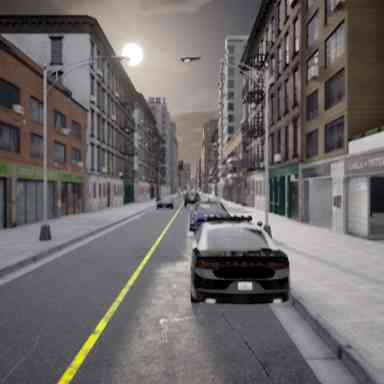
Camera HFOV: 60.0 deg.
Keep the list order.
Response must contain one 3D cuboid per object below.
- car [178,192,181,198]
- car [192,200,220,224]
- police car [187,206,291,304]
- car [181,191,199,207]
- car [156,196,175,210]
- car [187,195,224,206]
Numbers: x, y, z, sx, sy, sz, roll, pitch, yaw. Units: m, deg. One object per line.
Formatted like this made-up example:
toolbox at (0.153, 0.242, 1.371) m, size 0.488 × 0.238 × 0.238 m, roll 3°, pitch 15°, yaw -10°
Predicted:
car at (-2.936, 0.815, 95.414) m, size 2.128 × 1.511 × 4.902 m, roll 0°, pitch 0°, yaw 0°
car at (0.916, 1.384, 24.121) m, size 1.812 × 1.442 × 4.674 m, roll 0°, pitch 0°, yaw 0°
police car at (0.905, 1.377, 8.231) m, size 1.930 × 1.638 × 5.238 m, roll 0°, pitch 0°, yaw 0°
car at (0.034, 0.941, 45.211) m, size 2.150 × 2.045 × 5.566 m, roll 0°, pitch 0°, yaw 0°
car at (-3.072, 1.239, 39.175) m, size 1.882 × 1.535 × 5.008 m, roll 0°, pitch 0°, yaw 0°
car at (0.911, 1.246, 18.091) m, size 2.097 × 1.767 × 4.553 m, roll 0°, pitch 0°, yaw 0°
